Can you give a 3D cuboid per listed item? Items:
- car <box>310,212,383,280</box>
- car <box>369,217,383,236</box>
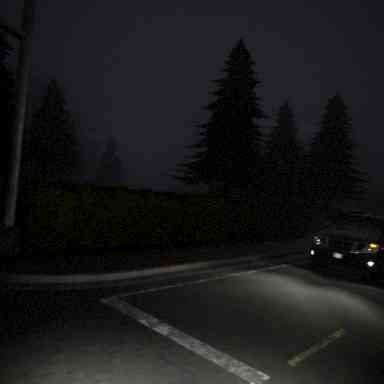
[{"bbox_3d":[6.558,1.861,12.740,2.150,2.045,5.566,6,0,42],"label":"car"},{"bbox_3d":[18.855,3.356,32.368,2.128,1.511,4.902,6,0,21],"label":"car"}]
